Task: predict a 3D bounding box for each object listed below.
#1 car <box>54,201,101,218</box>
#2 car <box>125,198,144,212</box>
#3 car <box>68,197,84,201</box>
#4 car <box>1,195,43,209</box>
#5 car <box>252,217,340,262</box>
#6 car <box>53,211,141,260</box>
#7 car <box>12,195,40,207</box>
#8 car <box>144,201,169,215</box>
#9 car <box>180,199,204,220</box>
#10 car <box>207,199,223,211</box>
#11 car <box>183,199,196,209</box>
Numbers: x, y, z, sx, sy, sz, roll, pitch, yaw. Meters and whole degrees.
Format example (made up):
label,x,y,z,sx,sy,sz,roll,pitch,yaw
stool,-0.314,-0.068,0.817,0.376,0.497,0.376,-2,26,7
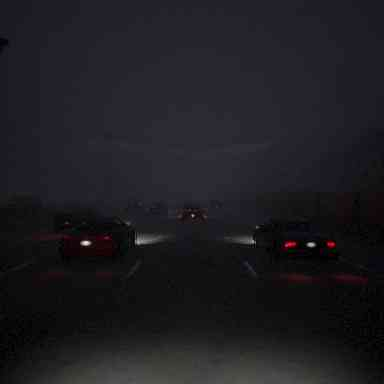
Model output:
label,x,y,z,sx,sy,sz,roll,pitch,yaw
car,-6.890,1.564,20.745,1.882,1.535,5.008,0,0,0
car,-7.238,1.562,42.746,2.097,1.767,4.553,0,0,-1
car,-21.778,1.718,62.394,1.882,1.535,5.008,0,0,-1
car,-17.749,1.339,35.063,2.150,2.045,5.566,0,0,-1
car,3.576,1.636,12.421,2.033,1.411,5.357,0,0,0
car,-3.390,1.621,12.651,1.994,1.385,4.181,0,0,0
car,-28.686,1.514,57.742,2.150,2.045,5.566,0,0,-1
car,-3.586,1.683,36.402,2.128,1.511,4.902,0,0,-1
car,0.026,1.676,29.604,1.837,1.490,4.892,0,0,-1
car,3.185,1.787,46.498,1.837,1.490,4.892,0,0,-1
car,-0.425,1.795,50.904,1.837,1.490,4.892,0,0,-1
